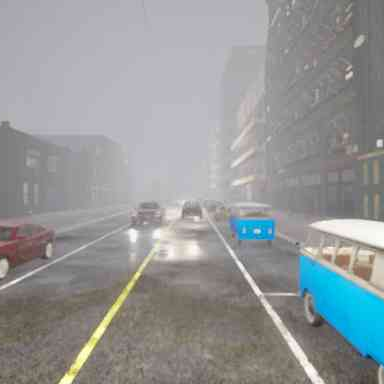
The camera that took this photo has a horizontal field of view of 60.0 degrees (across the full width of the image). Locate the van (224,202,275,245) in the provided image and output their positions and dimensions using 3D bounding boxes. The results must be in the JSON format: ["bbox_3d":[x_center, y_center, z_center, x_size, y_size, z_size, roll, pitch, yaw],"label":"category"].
[{"bbox_3d":[2.706,1.389,15.634,1.690,1.788,3.998,1,0,0],"label":"van"}]

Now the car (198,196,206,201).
[{"bbox_3d":[2.712,1.752,88.181,2.008,1.369,4.403,1,0,0],"label":"car"}]

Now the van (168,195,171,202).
[{"bbox_3d":[-5.668,1.507,65.820,1.690,1.788,3.998,1,0,0],"label":"van"}]

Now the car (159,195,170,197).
[{"bbox_3d":[-5.672,1.721,60.239,1.947,1.339,4.313,1,0,0],"label":"car"}]

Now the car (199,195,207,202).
[{"bbox_3d":[2.712,1.634,82.602,1.967,1.590,4.097,1,0,0],"label":"car"}]

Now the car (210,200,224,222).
[{"bbox_3d":[2.705,1.605,26.964,1.752,1.417,4.829,1,0,0],"label":"car"}]

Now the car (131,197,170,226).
[{"bbox_3d":[-2.998,1.443,23.796,2.097,1.767,4.553,0,0,0],"label":"car"}]

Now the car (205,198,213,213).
[{"bbox_3d":[2.705,1.673,37.956,1.947,1.339,4.313,1,0,0],"label":"car"}]

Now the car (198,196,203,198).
[{"bbox_3d":[0.060,1.616,44.944,2.128,1.511,4.902,0,0,0],"label":"car"}]

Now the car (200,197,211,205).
[{"bbox_3d":[2.709,1.716,65.861,2.008,1.369,4.403,1,0,0],"label":"car"}]

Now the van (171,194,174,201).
[{"bbox_3d":[-5.667,1.526,76.980,1.690,1.788,3.998,1,0,0],"label":"van"}]

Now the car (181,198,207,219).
[{"bbox_3d":[0.013,1.578,29.667,2.128,1.511,4.902,0,0,0],"label":"car"}]

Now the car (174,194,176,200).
[{"bbox_3d":[-5.669,1.747,88.140,1.887,1.381,4.507,1,0,0],"label":"car"}]

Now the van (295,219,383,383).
[{"bbox_3d":[2.705,1.355,4.472,1.690,1.788,3.998,1,0,0],"label":"van"}]

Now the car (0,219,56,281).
[{"bbox_3d":[-5.678,1.577,10.017,1.887,1.381,4.507,1,0,0],"label":"car"}]
